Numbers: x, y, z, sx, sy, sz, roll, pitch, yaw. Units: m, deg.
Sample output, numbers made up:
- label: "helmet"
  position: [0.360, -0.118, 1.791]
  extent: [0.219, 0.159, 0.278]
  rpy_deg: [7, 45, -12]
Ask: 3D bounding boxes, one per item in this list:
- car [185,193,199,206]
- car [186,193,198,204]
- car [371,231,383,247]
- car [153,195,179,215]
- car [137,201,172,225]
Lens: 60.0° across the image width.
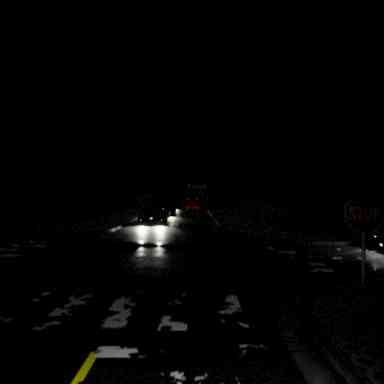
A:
- label: "car"
  position: [0.007, 1.239, 55.965]
  extent: [2.150, 2.045, 5.566]
  rpy_deg: [0, 0, 0]
- label: "car"
  position: [0.009, 1.182, 66.387]
  extent: [2.150, 2.045, 5.566]
  rpy_deg: [0, 0, 0]
- label: "car"
  position: [10.598, 1.868, 13.946]
  extent: [5.357, 1.411, 2.033]
  rpy_deg: [1, 0, 0]
- label: "car"
  position: [-2.844, 1.306, 35.301]
  extent: [2.150, 2.045, 5.566]
  rpy_deg: [0, 0, 0]
- label: "car"
  position: [-2.843, 1.659, 25.126]
  extent: [1.994, 1.385, 4.181]
  rpy_deg: [0, 0, 0]
